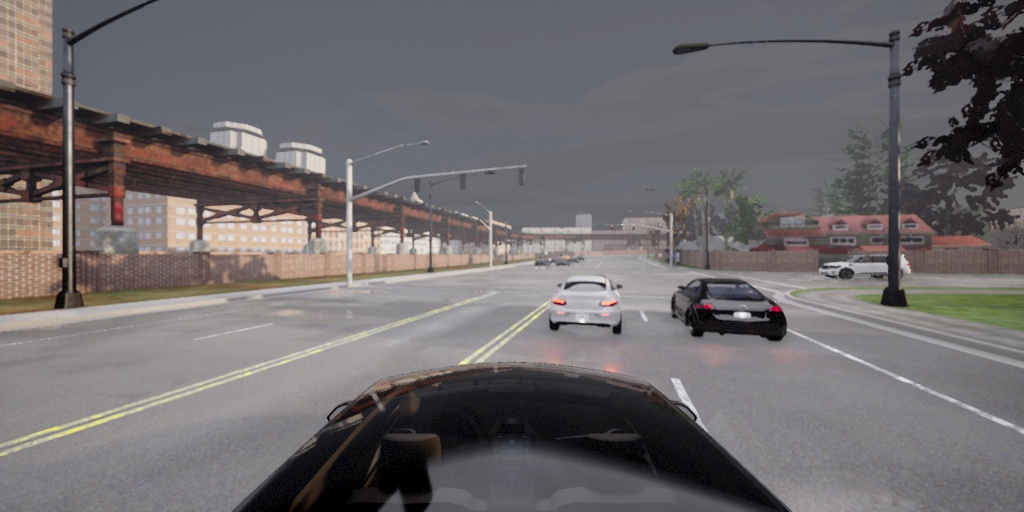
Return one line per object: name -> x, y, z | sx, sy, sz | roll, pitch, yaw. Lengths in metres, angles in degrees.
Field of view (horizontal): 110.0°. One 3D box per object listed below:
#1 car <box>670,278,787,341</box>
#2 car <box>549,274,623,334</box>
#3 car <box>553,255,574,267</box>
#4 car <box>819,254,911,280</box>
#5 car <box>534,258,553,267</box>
car -> 5.723, 1.293, 9.985 | 1.994, 1.385, 4.181 | 0, 0, 16
car -> 2.253, 1.257, 10.623 | 1.812, 1.442, 4.674 | 0, 0, 15
car -> 8.461, 1.059, 58.988 | 1.994, 1.385, 4.181 | 0, 1, 16
car -> 29.008, 0.886, 29.613 | 5.566, 2.045, 2.150 | -1, 0, 13
car -> 5.115, 1.046, 60.018 | 2.033, 1.411, 5.357 | 0, 1, 16
